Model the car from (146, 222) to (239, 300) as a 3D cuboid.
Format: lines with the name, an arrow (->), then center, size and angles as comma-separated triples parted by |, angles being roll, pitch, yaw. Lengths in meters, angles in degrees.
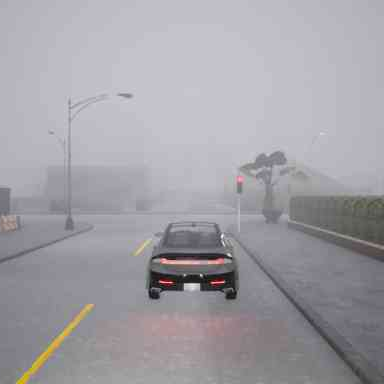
car -> 0.039, 1.492, 8.395 | 2.128, 1.511, 4.902 | 0, 0, 1

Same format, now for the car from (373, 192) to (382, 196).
car -> 38.029, 0.973, 67.799 | 1.905, 1.878, 3.866 | 0, 0, 0
